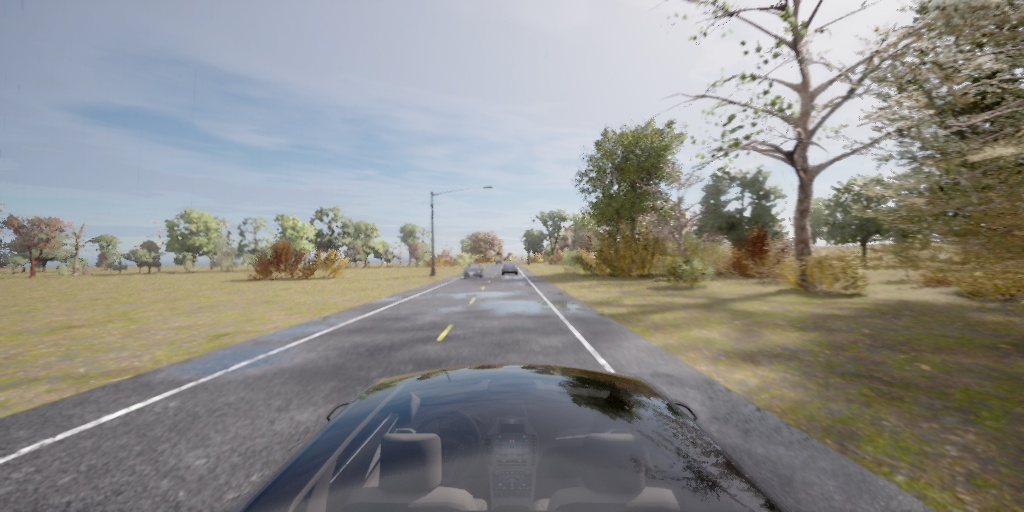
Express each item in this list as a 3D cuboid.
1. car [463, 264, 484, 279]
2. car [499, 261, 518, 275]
[{"bbox_3d":[-3.902,1.559,37.075,2.128,1.511,4.902,-1,0,0],"label":"car"},{"bbox_3d":[-0.280,1.617,44.344,1.994,1.385,4.181,-1,0,0],"label":"car"}]
